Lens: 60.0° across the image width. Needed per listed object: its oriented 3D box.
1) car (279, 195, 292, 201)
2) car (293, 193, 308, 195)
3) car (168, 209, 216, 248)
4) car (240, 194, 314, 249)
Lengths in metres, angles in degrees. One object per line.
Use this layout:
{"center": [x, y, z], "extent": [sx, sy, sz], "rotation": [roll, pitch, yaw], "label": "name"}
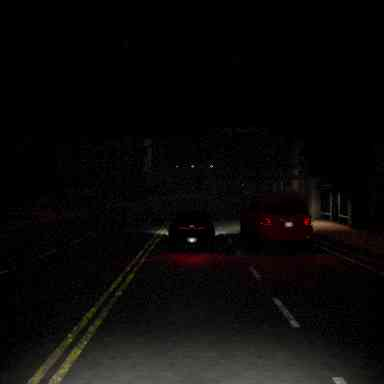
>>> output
{"center": [22.175, 1.394, 79.058], "extent": [1.970, 1.475, 3.806], "rotation": [0, 0, 0], "label": "car"}
{"center": [19.526, 1.155, 61.583], "extent": [1.905, 1.878, 3.866], "rotation": [0, 0, 0], "label": "car"}
{"center": [0.000, 1.515, 14.650], "extent": [1.837, 1.490, 4.892], "rotation": [0, 0, 0], "label": "car"}
{"center": [3.500, 1.257, 14.680], "extent": [2.150, 2.045, 5.566], "rotation": [0, 0, 0], "label": "car"}
